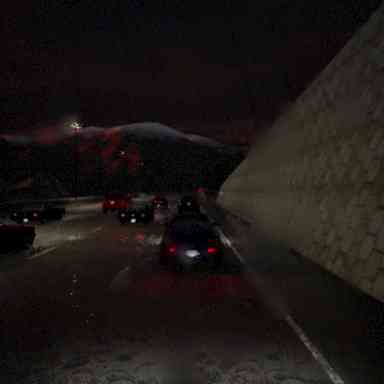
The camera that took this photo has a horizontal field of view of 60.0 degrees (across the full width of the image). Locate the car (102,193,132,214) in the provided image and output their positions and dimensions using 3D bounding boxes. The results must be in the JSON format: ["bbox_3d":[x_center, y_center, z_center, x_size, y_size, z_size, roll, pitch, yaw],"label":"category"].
[{"bbox_3d":[-7.318,1.065,33.140,2.150,2.045,5.566,0,0,-1],"label":"car"}]

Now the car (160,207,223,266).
[{"bbox_3d":[-0.032,1.467,11.227,1.812,1.442,4.674,0,0,-1],"label":"car"}]

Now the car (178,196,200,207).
[{"bbox_3d":[-0.321,1.181,33.353,2.097,1.767,4.553,0,0,-1],"label":"car"}]

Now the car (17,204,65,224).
[{"bbox_3d":[-10.694,1.500,23.584,1.895,1.301,4.718,0,0,-1],"label":"car"}]

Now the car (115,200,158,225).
[{"bbox_3d":[-3.685,1.490,22.951,1.895,1.301,4.718,0,0,-1],"label":"car"}]

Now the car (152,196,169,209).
[{"bbox_3d":[-3.920,1.302,41.031,1.837,1.490,4.892,0,0,-1],"label":"car"}]

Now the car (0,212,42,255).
[{"bbox_3d":[-7.030,1.558,10.976,1.895,1.301,4.718,0,0,-1],"label":"car"}]
